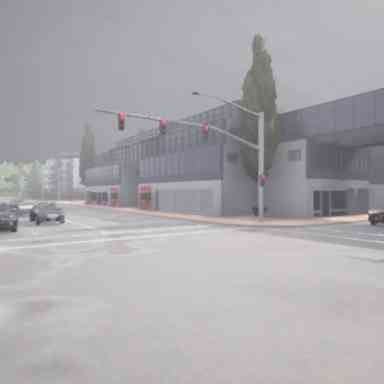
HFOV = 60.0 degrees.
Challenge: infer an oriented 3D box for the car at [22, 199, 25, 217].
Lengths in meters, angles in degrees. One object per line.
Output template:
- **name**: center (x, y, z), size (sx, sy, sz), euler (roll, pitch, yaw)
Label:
- **car**: center (-16.171, 1.599, 32.993), size (1.812, 1.442, 4.674), euler (0, 0, -33)

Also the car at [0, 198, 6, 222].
- **car**: center (-16.300, 1.413, 26.714), size (2.097, 1.767, 4.553), euler (0, 0, -33)

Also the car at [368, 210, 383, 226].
- **car**: center (14.114, 1.641, 22.834), size (4.718, 1.301, 1.895), euler (0, 0, -34)

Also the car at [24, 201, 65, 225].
- **car**: center (-10.752, 1.546, 24.612), size (2.128, 1.511, 4.902), euler (0, 0, -33)

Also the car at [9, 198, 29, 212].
- **car**: center (-21.663, 1.571, 41.540), size (1.882, 1.535, 5.008), euler (0, 0, -32)

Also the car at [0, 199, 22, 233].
- **car**: center (-11.488, 1.396, 19.367), size (2.097, 1.767, 4.553), euler (0, 0, -33)
